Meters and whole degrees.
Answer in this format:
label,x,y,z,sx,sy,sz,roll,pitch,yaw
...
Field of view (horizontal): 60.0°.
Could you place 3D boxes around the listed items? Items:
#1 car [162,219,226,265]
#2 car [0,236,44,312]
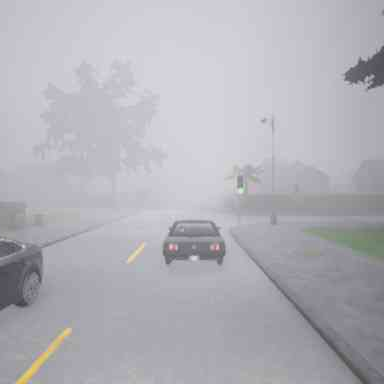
label,x,y,z,sx,sy,sz,roll,pitch,yaw
car,0.074,1.618,11.797,1.895,1.301,4.718,0,0,0
car,-4.084,1.499,5.208,2.128,1.511,4.902,0,0,0
